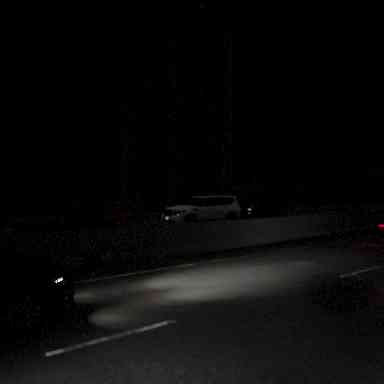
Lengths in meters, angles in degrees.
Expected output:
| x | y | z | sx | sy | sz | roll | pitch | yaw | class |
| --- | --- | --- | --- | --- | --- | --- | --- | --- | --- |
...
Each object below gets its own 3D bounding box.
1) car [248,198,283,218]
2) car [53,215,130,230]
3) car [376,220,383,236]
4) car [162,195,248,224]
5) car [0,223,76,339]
| x | y | z | sx | sy | sz | roll | pitch | yaw | class |
| --- | --- | --- | --- | --- | --- | --- | --- | --- | --- |
| 5.989 | 1.379 | 29.763 | 4.553 | 1.767 | 2.097 | 0 | 0 | -35 | car |
| -4.970 | 1.602 | 13.346 | 4.718 | 1.301 | 1.895 | 0 | 0 | -36 | car |
| 10.796 | 1.565 | 15.749 | 5.357 | 1.411 | 2.033 | 0 | 0 | -35 | car |
| 0.749 | 1.232 | 21.725 | 5.566 | 2.045 | 2.150 | 0 | 0 | -36 | car |
| -4.341 | 1.491 | 4.949 | 4.902 | 1.511 | 2.128 | 0 | 0 | -36 | car |
